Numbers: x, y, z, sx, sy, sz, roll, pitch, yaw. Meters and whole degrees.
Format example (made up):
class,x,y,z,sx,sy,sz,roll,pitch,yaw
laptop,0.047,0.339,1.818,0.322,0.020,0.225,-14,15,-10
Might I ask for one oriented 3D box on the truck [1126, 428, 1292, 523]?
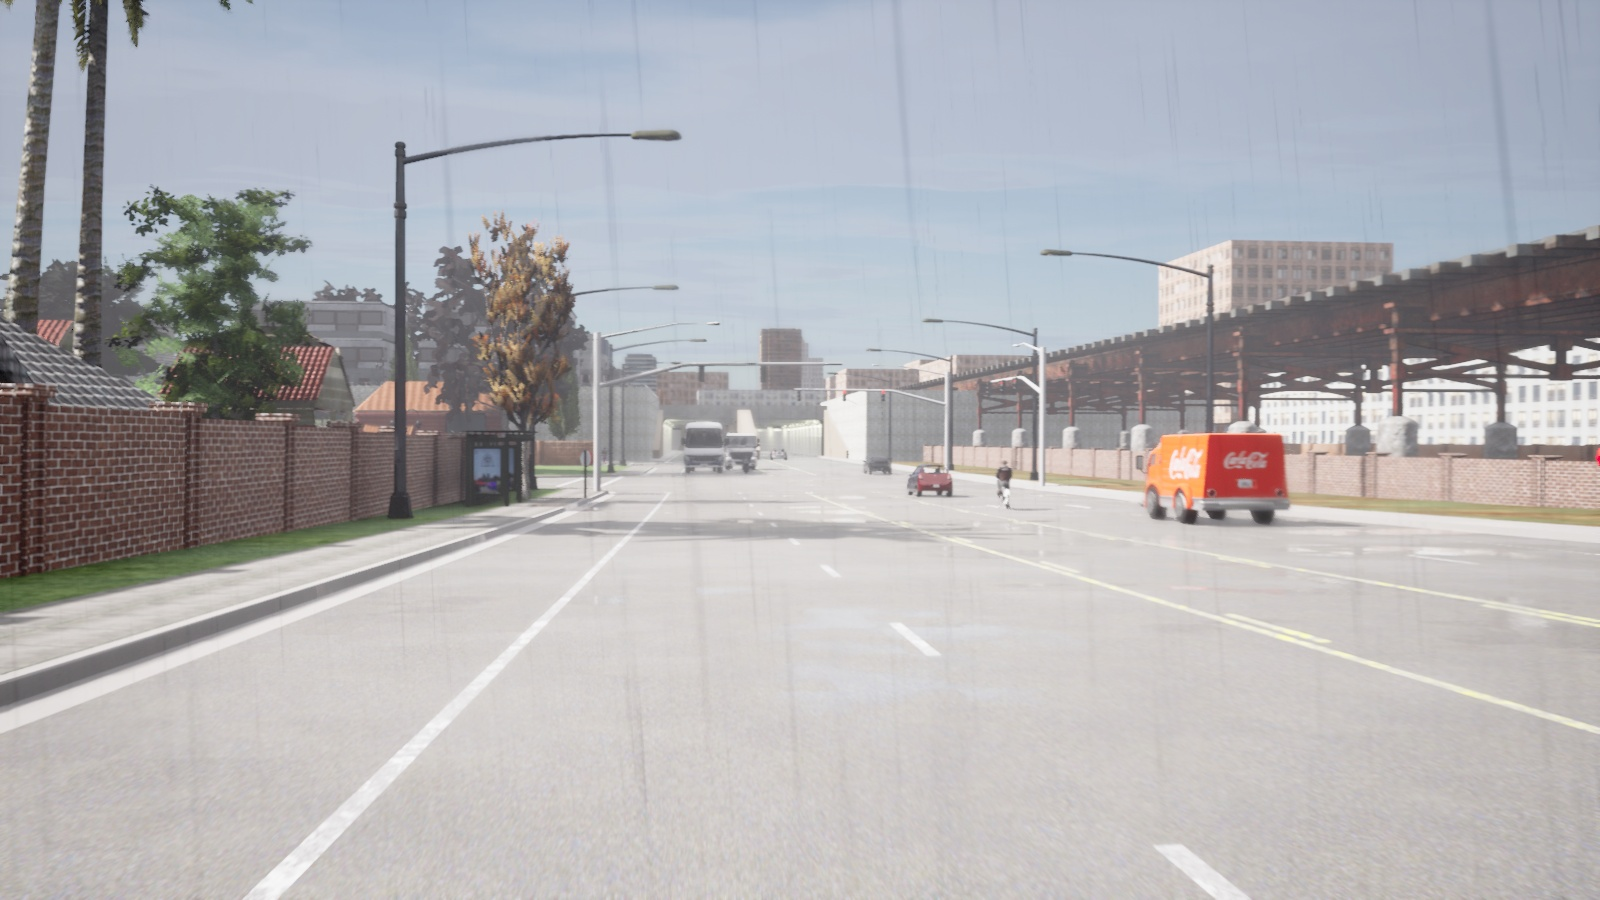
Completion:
class,x,y,z,sx,sy,sz,roll,pitch,yaw
truck,11.382,0.703,35.446,2.627,2.467,5.204,0,-1,-5

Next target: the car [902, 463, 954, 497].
class,x,y,z,sx,sy,sz,roll,pitch,yaw
car,5.975,1.390,58.950,1.845,1.501,3.633,0,0,-4
